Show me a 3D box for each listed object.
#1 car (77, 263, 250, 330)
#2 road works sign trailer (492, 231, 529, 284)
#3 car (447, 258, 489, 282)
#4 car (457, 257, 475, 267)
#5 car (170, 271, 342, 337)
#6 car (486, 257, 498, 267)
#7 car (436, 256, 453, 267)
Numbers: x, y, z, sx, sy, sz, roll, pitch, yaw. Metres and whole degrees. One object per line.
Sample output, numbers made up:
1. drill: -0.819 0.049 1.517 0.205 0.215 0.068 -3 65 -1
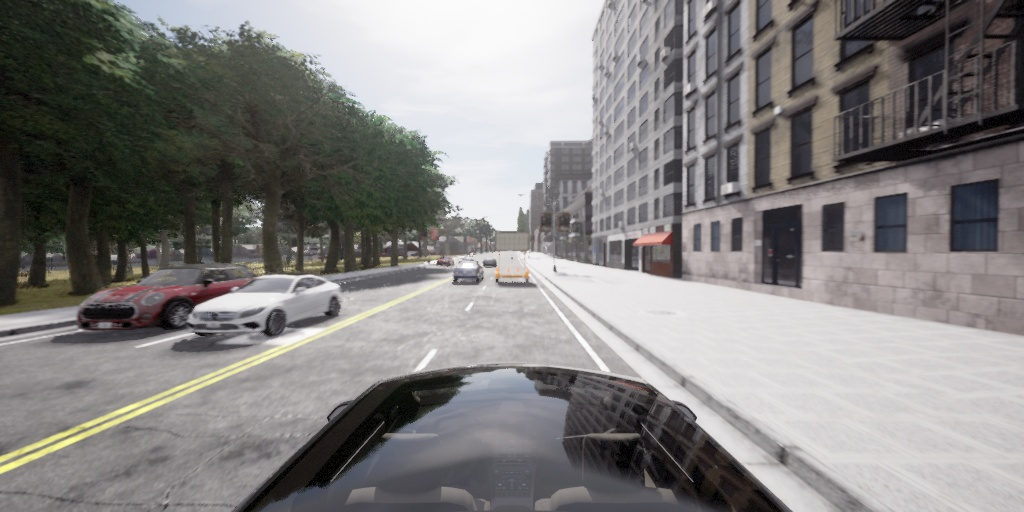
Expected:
1. car: -9.844 1.063 10.918 2.097 1.767 4.553 0 0 0
2. road works sign trailer: 0.011 0.037 24.969 2.380 3.560 2.880 0 0 0
3. car: -3.139 1.103 26.552 2.033 1.411 5.357 0 1 0
4. car: -6.544 0.881 51.517 1.895 1.301 4.718 0 1 0
5. car: -6.604 1.240 10.270 1.812 1.442 4.674 0 0 0
6. car: -3.128 0.843 51.507 1.994 1.385 4.181 0 1 0
7. car: -9.793 0.743 52.738 1.882 1.535 5.008 0 1 0
